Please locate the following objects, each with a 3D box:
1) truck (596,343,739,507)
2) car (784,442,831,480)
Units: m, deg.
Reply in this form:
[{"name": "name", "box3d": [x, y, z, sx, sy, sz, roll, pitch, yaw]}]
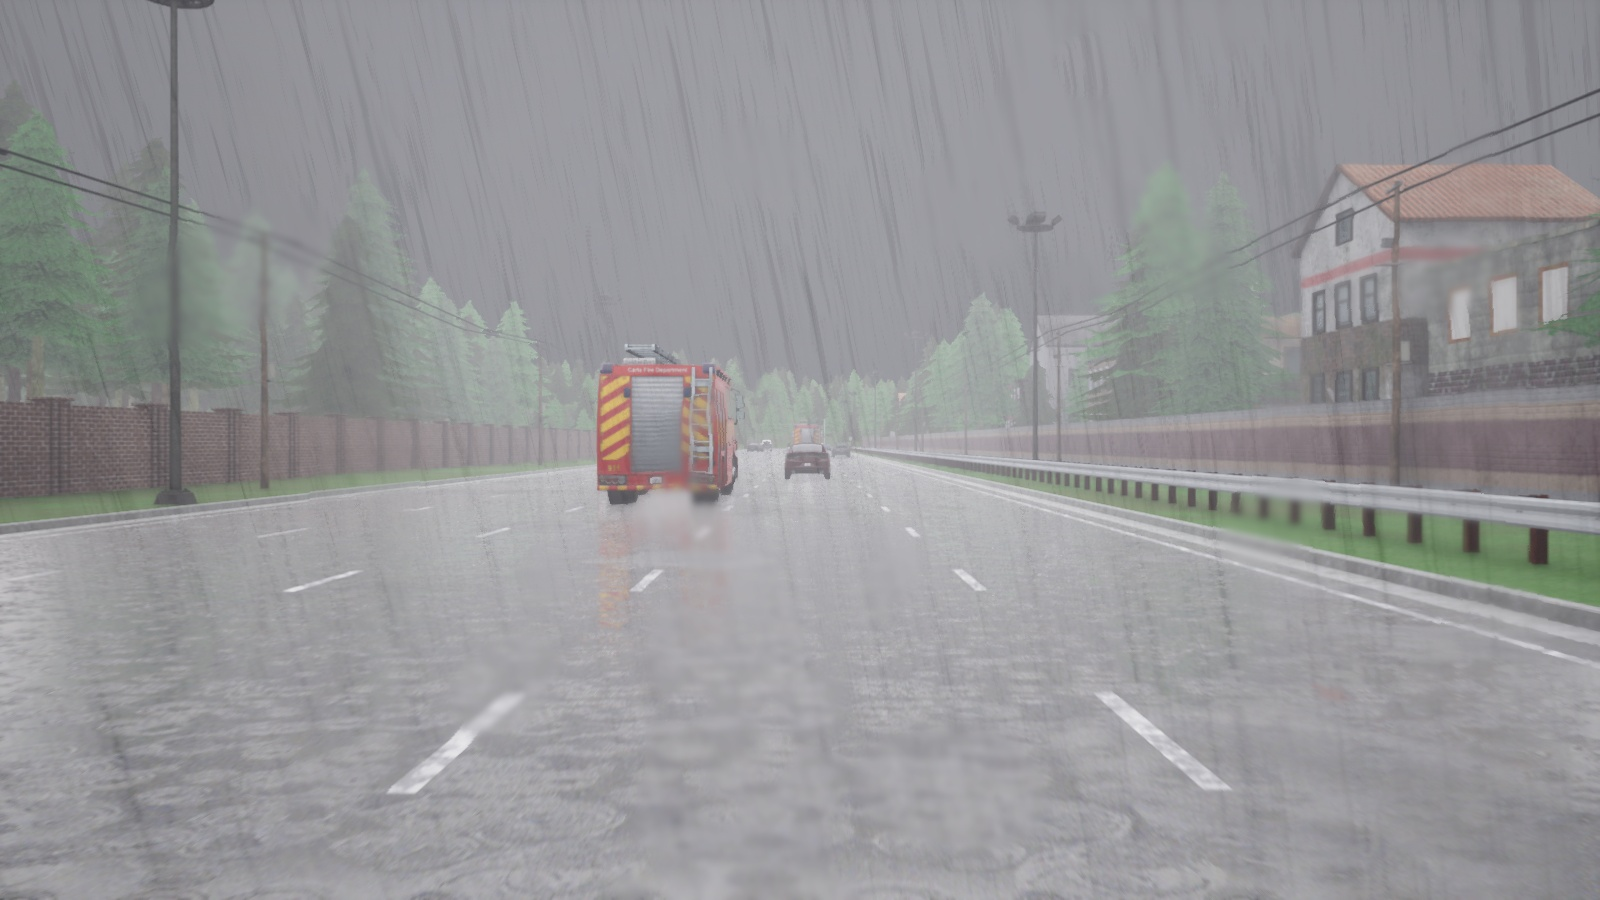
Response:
[{"name": "truck", "box3d": [-3.293, -0.610, 33.501, 2.891, 3.827, 8.468, 0, 0, 0]}, {"name": "car", "box3d": [0.320, 0.423, 53.396, 1.882, 1.535, 5.008, 0, 0, 0]}]
